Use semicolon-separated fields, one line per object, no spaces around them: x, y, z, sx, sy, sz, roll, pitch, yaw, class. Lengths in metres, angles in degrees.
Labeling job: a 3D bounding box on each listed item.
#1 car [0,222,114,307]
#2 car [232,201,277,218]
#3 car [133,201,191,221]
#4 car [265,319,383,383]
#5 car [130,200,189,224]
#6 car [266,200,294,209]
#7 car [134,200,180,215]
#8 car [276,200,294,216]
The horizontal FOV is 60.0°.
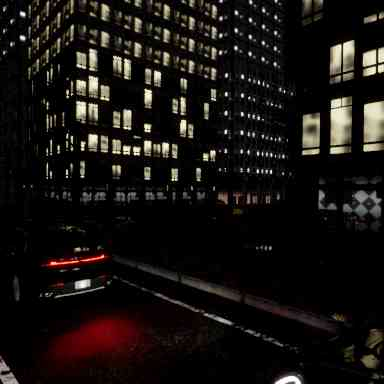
-3.666;1.501;8.139;1.837;1.490;4.892;0;0;-41;car
6.202;1.833;33.920;4.829;1.417;1.752;1;0;-40;car
-2.620;1.663;29.849;5.008;1.535;1.882;0;1;-40;car
2.410;1.352;1.339;2.097;1.767;4.553;0;0;-41;car
-2.544;1.524;26.533;5.009;1.841;2.192;1;0;-40;car
13.587;1.882;51.121;4.313;1.339;1.947;1;0;-40;car
-3.775;1.648;36.463;4.829;1.417;1.752;1;0;-40;car
10.382;1.936;37.449;4.206;1.307;1.802;1;0;-40;car
